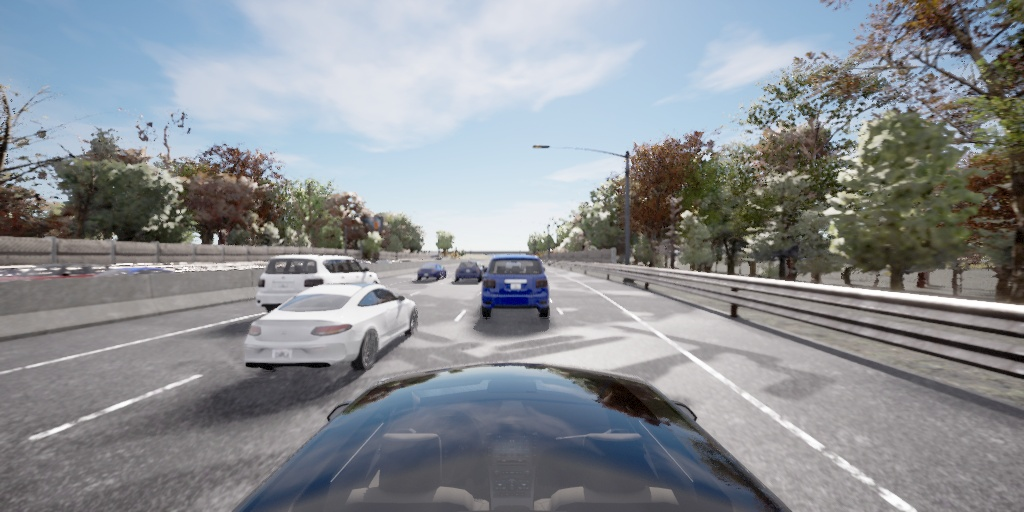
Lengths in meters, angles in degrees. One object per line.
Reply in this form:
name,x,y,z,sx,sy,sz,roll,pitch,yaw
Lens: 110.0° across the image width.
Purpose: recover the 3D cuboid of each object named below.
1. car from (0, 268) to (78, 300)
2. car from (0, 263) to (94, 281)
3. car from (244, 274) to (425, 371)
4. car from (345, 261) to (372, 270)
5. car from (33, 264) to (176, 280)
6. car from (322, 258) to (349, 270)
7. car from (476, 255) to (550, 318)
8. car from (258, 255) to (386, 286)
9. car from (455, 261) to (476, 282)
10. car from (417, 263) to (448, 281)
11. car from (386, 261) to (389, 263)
car,-24.592,1.332,16.809,2.033,1.411,5.357,0,0,0
car,-21.092,1.136,16.619,2.097,1.767,4.553,0,0,0
car,-3.402,1.288,7.618,1.812,1.442,4.674,0,0,0
car,-24.501,1.453,57.415,2.033,1.411,5.357,0,0,1
car,-17.592,1.261,16.454,1.882,1.535,5.008,0,0,0
car,-28.007,1.257,57.063,2.097,1.767,4.553,0,0,1
car,0.094,0.994,13.192,2.150,2.045,5.566,0,0,0
car,-6.893,0.996,13.485,2.150,2.045,5.566,0,0,0
car,-3.386,1.167,29.801,2.097,1.767,4.553,0,0,0
car,-6.885,1.345,31.097,1.812,1.442,4.674,0,0,0
car,-21.010,1.432,57.953,1.812,1.442,4.674,0,0,1
